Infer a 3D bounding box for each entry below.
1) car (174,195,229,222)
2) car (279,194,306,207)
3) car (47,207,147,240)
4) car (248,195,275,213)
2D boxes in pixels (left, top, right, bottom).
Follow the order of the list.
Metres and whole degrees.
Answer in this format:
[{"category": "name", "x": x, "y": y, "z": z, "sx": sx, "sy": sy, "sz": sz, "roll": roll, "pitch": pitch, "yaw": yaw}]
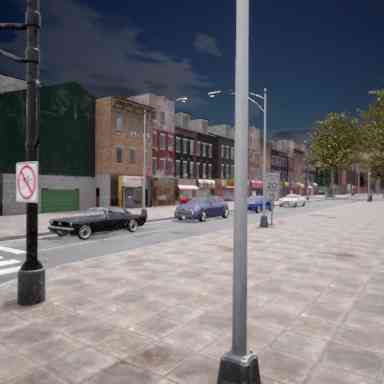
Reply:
[{"category": "car", "x": 0.755, "y": 1.041, "z": 23.513, "sx": 2.097, "sy": 1.767, "sz": 4.553, "roll": 1, "pitch": 1, "yaw": 35}, {"category": "car", "x": 11.856, "y": 0.982, "z": 39.020, "sx": 1.812, "sy": 1.442, "sz": 4.674, "roll": 1, "pitch": 1, "yaw": 36}, {"category": "car", "x": -4.459, "y": 1.411, "z": 16.213, "sx": 1.895, "sy": 1.301, "sz": 4.718, "roll": 1, "pitch": 1, "yaw": 35}, {"category": "car", "x": 6.025, "y": 1.052, "z": 30.887, "sx": 1.882, "sy": 1.535, "sz": 5.008, "roll": 1, "pitch": 1, "yaw": 35}]
